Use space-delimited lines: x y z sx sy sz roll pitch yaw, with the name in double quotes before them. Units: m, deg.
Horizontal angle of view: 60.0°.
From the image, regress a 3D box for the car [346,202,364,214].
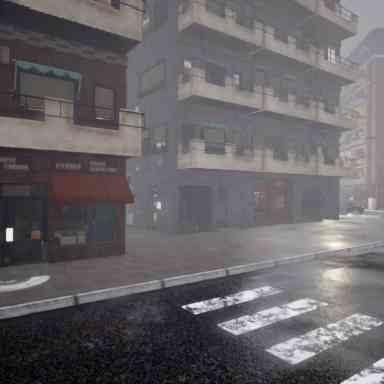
"car" 18.028 1.790 38.298 1.895 1.301 4.718 0 0 5
